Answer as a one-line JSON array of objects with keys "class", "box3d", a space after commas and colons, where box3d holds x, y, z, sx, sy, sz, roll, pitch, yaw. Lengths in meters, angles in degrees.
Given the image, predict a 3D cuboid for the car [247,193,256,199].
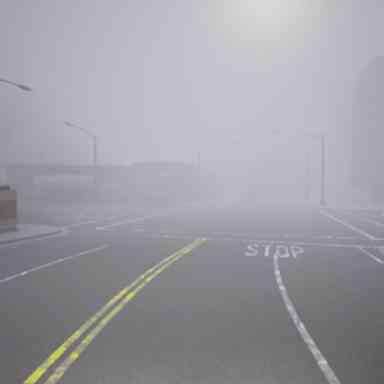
[{"class": "car", "box3d": [14.128, 0.933, 78.515, 1.994, 1.385, 4.181, 0, 1, 14]}]
